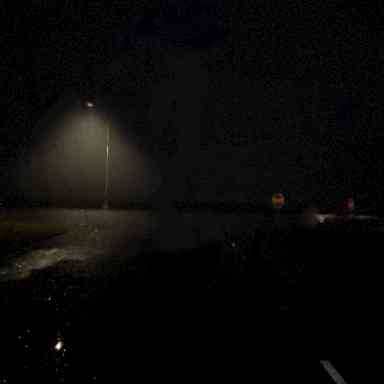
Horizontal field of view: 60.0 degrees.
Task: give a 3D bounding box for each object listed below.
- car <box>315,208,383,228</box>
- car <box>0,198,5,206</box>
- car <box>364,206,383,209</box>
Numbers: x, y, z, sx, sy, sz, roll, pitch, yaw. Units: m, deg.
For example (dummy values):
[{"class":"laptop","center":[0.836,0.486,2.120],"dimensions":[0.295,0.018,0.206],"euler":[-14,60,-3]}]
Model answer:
[{"class":"car","center":[12.765,2.180,27.264],"dimensions":[4.718,1.301,1.895],"euler":[2,1,0]},{"class":"car","center":[-22.089,0.973,34.415],"dimensions":[4.902,1.511,2.128],"euler":[1,1,0]},{"class":"car","center":[18.410,2.192,34.227],"dimensions":[4.674,1.442,1.812],"euler":[1,1,0]}]
